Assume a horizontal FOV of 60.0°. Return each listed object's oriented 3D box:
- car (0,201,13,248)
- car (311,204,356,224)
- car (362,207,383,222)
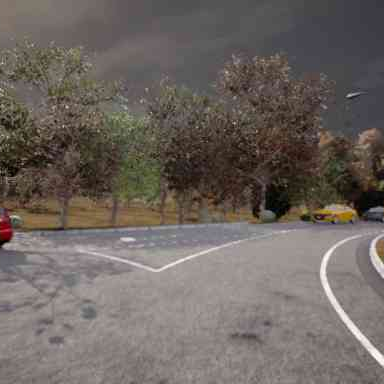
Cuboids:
[{"bbox_3d":[-9.635,1.293,12.995,5.566,2.045,2.150,0,-1,22],"label":"car"},{"bbox_3d":[11.608,1.755,27.188,5.008,1.535,1.882,3,-2,-41],"label":"car"},{"bbox_3d":[19.046,2.306,33.793,4.892,1.490,1.837,5,-4,-41],"label":"car"}]
